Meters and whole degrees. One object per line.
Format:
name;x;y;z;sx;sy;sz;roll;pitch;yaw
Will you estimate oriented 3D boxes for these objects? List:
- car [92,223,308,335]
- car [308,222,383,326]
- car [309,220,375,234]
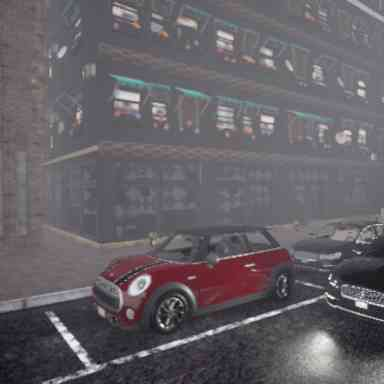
car;0.140;1.440;6.634;4.097;1.590;1.967;0;-1;-35
car;4.679;1.500;6.716;4.892;1.490;1.837;-1;1;-35
car;4.701;1.550;9.886;4.403;1.369;2.008;0;-1;-35
